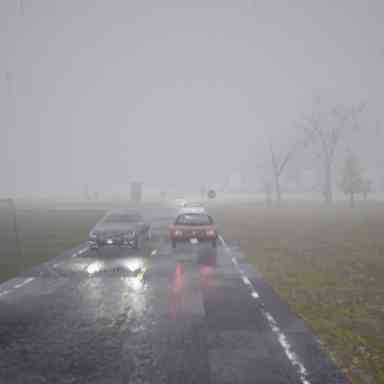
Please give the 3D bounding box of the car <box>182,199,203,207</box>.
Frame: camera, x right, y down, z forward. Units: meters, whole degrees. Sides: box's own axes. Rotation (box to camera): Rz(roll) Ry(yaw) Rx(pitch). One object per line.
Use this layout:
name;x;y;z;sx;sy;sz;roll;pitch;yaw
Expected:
car;0.065;1.540;29.627;1.895;1.301;4.718;0;0;0

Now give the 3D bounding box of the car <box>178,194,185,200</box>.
car;-2.813;1.294;87.310;1.837;1.490;4.892;0;0;0

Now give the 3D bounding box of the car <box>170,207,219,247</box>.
car;0.087;1.572;14.836;1.895;1.301;4.718;0;0;0

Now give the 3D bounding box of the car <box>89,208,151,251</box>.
car;-2.855;1.478;13.993;1.837;1.490;4.892;0;0;0
